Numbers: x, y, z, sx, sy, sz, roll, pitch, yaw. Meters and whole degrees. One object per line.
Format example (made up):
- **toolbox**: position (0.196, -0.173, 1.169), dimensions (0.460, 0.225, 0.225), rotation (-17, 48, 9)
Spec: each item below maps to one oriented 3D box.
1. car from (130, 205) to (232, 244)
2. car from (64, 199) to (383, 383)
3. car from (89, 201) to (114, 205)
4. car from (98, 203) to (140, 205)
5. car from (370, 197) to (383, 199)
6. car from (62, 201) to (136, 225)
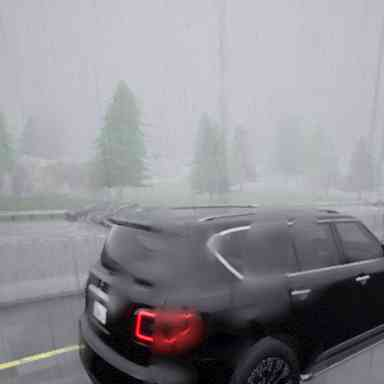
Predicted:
- **car**: position (-0.457, 1.499, 16.566), dimensions (4.892, 1.490, 1.837), rotation (0, 0, -35)
- **car**: position (1.315, 1.219, 4.691), dimensions (5.566, 2.045, 2.150), rotation (0, 0, -35)
- **car**: position (-4.520, 1.486, 22.266), dimensions (4.902, 1.511, 2.128), rotation (0, 0, -35)
- **car**: position (-2.732, 1.520, 19.227), dimensions (4.674, 1.442, 1.812), rotation (0, 0, -36)
- **car**: position (27.089, 1.489, 48.999), dimensions (4.674, 1.442, 1.812), rotation (0, 0, -34)
- **car**: position (-6.897, 1.472, 24.870), dimensions (5.008, 1.535, 1.882), rotation (0, 0, -35)
